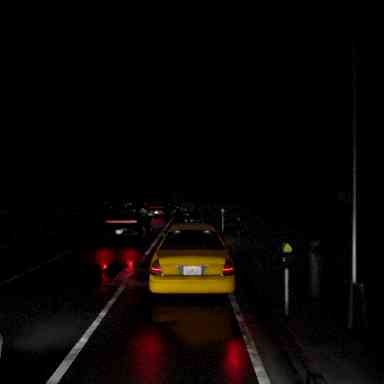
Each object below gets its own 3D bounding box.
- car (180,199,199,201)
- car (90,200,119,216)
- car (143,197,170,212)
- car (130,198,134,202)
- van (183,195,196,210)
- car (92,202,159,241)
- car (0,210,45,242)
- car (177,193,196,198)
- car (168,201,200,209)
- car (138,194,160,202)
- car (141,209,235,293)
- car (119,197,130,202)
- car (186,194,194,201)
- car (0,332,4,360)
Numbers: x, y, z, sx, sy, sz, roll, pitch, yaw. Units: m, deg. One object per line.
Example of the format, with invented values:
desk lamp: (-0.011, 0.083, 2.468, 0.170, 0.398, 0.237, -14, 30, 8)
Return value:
car: (-0.287, 1.551, 27.412, 2.008, 1.369, 4.403, 0, 0, 0)
car: (-8.813, 1.583, 32.928, 1.802, 1.307, 4.206, 0, 0, 0)
car: (-3.127, 1.508, 31.740, 1.837, 1.490, 4.892, 0, 1, 0)
car: (-8.813, 1.441, 43.978, 1.967, 1.590, 4.097, 0, 0, 0)
van: (-0.287, 1.342, 43.983, 1.690, 1.788, 3.998, 0, 0, 0)
car: (-3.127, 1.493, 16.752, 2.128, 1.511, 4.902, 0, 0, 0)
car: (-8.813, 1.566, 16.352, 1.947, 1.339, 4.313, 0, 0, 0)
car: (-0.287, 1.316, 38.459, 2.192, 1.841, 5.009, 0, 0, 0)
car: (-0.287, 1.551, 21.888, 2.008, 1.369, 4.403, 0, 0, 0)
car: (-6.154, 1.228, 46.735, 2.150, 2.045, 5.566, 0, 0, 0)
car: (0.004, 1.457, 8.840, 1.801, 1.575, 5.366, 0, 0, 0)
car: (-8.813, 1.567, 38.453, 1.947, 1.339, 4.313, 0, 0, 0)
car: (-0.572, 1.469, 87.873, 1.967, 1.590, 4.097, 0, 0, -1)
car: (-3.146, 1.525, 2.004, 1.812, 1.442, 4.674, 0, 0, 0)
